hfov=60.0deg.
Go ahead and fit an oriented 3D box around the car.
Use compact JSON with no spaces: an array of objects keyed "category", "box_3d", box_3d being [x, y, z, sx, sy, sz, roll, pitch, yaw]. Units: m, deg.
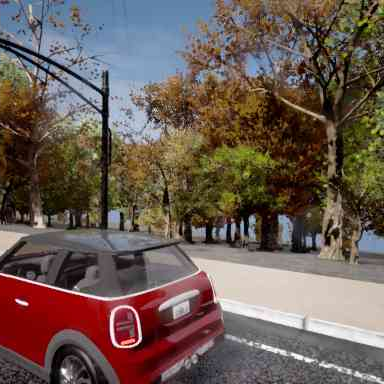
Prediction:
[{"category":"car","box_3d":[-1.848,1.351,5.004,4.553,1.767,2.097,0,0,36]}]
